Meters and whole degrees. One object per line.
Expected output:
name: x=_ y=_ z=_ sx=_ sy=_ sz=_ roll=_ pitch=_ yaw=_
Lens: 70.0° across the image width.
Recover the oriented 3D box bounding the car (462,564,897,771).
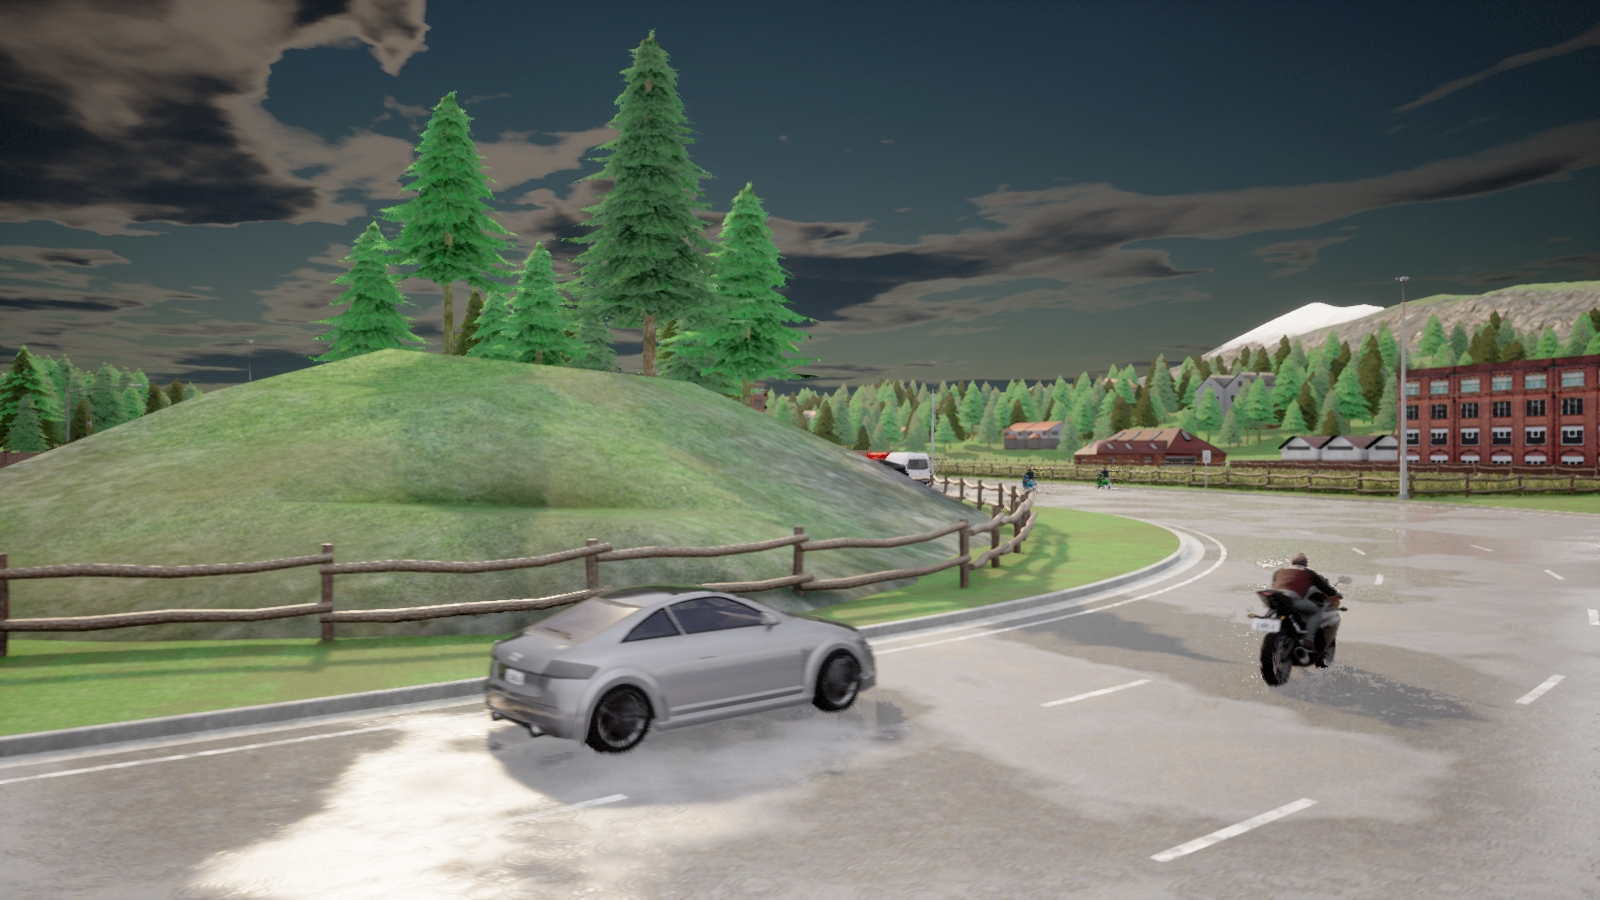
car: x=-1.165 y=2.112 z=12.094 sx=4.181 sy=1.385 sz=1.994 roll=0 pitch=0 yaw=-40

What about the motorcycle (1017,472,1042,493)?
motorcycle: x=14.874 y=2.091 z=74.141 sx=0.856 sy=1.316 sz=1.805 roll=0 pitch=0 yaw=-16

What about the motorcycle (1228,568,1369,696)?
motorcycle: x=6.204 y=2.191 z=14.145 sx=0.867 sy=1.251 sz=2.209 roll=-2 pitch=-1 yaw=43
